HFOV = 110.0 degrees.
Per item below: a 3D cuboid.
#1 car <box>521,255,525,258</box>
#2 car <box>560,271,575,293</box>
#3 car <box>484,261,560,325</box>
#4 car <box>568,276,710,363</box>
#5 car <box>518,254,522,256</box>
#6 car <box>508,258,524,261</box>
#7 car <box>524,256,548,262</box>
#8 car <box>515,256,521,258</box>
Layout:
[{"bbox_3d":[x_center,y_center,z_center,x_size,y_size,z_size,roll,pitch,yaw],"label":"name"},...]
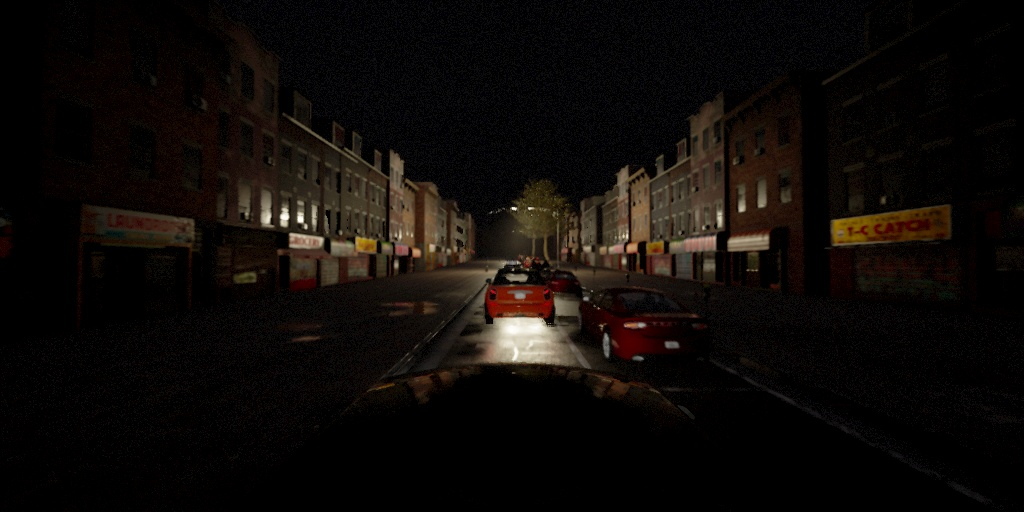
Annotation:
[{"bbox_3d":[2.648,1.096,47.091,2.192,1.841,5.009,0,0,0],"label":"car"},{"bbox_3d":[2.642,1.439,19.283,1.802,1.307,4.207,0,0,0],"label":"car"},{"bbox_3d":[0.164,1.180,12.394,2.097,1.767,4.553,0,0,-2],"label":"car"},{"bbox_3d":[2.640,1.347,8.160,1.888,1.381,4.507,0,0,0],"label":"car"},{"bbox_3d":[2.652,0.944,63.766,2.192,1.841,5.009,0,0,0],"label":"car"},{"bbox_3d":[0.107,1.314,41.121,2.128,1.511,4.902,0,0,0],"label":"car"},{"bbox_3d":[2.646,1.162,35.968,2.192,1.841,5.009,0,0,0],"label":"car"},{"bbox_3d":[0.111,1.184,58.993,1.837,1.490,4.892,0,1,0],"label":"car"}]
